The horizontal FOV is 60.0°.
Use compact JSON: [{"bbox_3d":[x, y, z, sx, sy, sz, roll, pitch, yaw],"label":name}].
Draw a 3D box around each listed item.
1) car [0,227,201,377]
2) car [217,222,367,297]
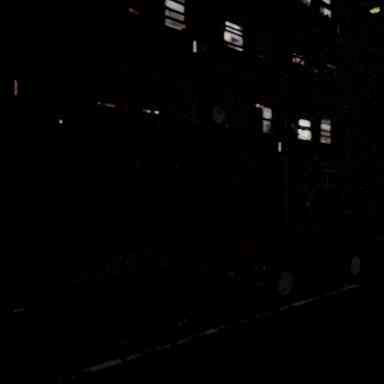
[{"bbox_3d":[-1.926,1.433,5.186,4.097,1.590,1.967,0,0,-36],"label":"car"},{"bbox_3d":[2.661,1.508,8.464,4.507,1.381,1.887,0,0,-36],"label":"car"}]
